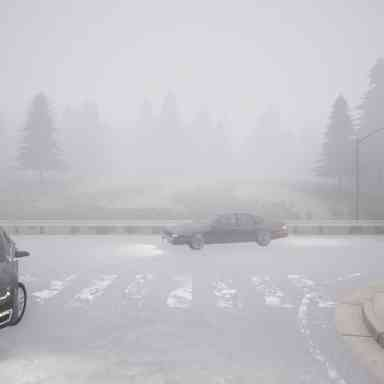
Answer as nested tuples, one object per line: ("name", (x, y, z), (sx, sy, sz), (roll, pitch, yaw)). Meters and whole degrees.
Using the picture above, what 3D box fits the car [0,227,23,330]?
("car", (-4.457, 1.505, 6.560), (1.837, 1.490, 4.892), (0, 0, -28))

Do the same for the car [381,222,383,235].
("car", (11.238, 1.492, 15.079), (4.902, 1.511, 2.128), (0, 0, 0))

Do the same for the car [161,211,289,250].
("car", (1.459, 1.547, 14.201), (5.357, 1.411, 2.033), (0, 0, -20))
